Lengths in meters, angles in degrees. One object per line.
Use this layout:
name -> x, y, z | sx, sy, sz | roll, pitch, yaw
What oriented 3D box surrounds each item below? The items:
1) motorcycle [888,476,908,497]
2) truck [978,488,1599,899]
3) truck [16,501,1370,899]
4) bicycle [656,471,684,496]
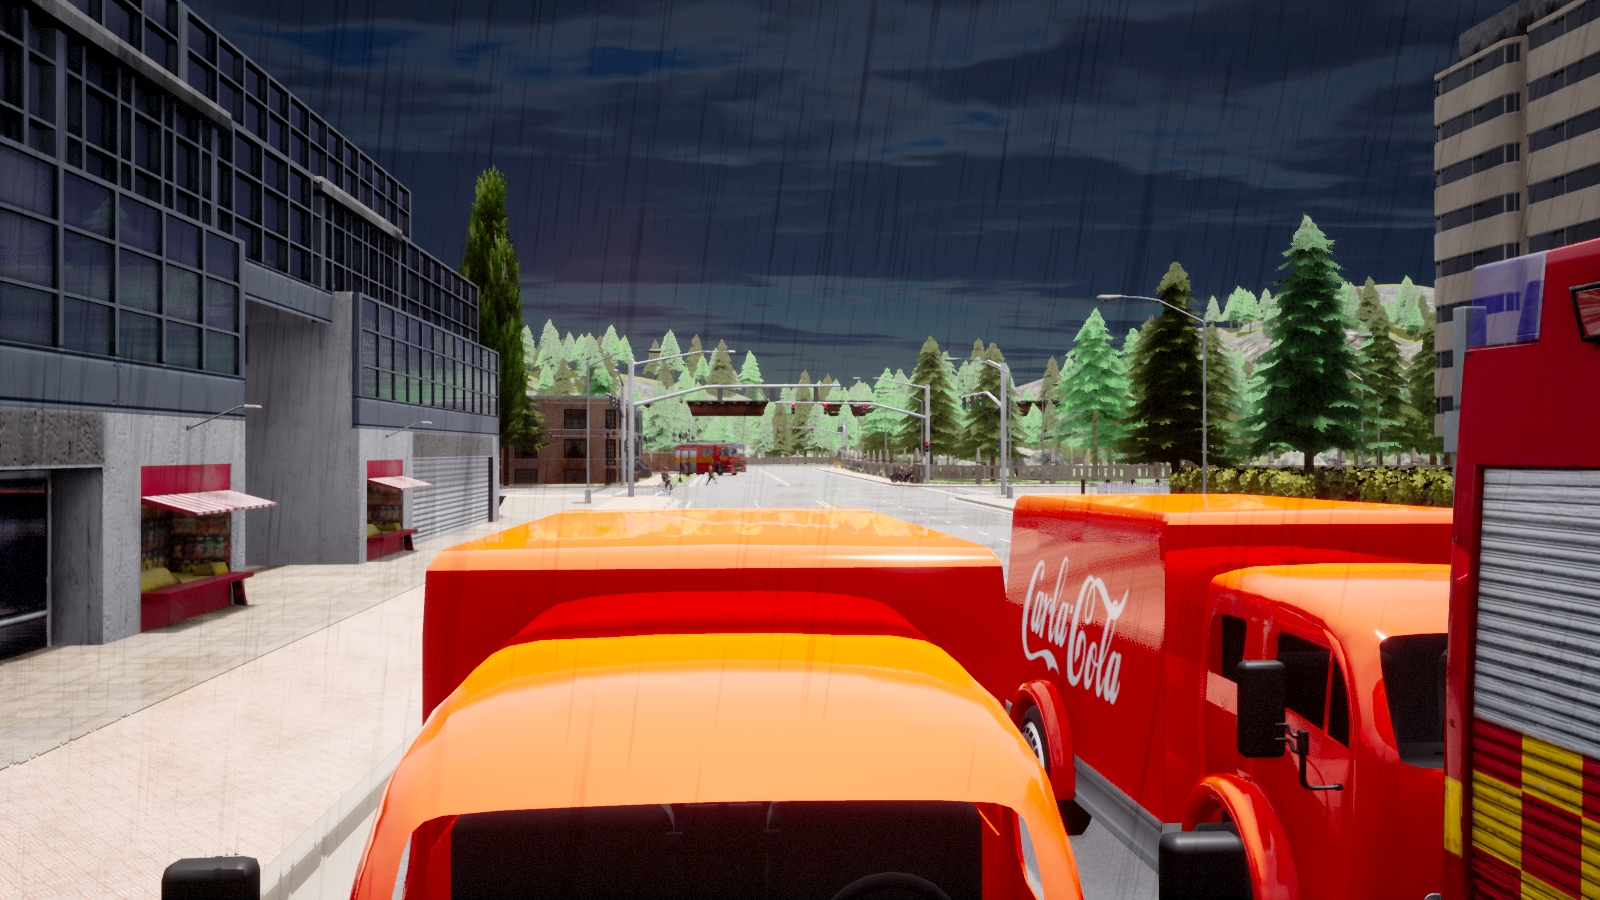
motorcycle -> 5.944, 2.205, 69.519 | 0.867, 1.251, 2.209 | 0, 0, -4
truck -> 3.003, 1.568, 7.234 | 2.627, 2.467, 5.204 | 0, 0, -4
truck -> -0.347, 1.568, 4.821 | 2.627, 2.467, 5.204 | 0, 0, -4
bicycle -> -7.965, 2.060, 69.816 | 1.835, 1.471, 0.329 | 0, 2, 30
